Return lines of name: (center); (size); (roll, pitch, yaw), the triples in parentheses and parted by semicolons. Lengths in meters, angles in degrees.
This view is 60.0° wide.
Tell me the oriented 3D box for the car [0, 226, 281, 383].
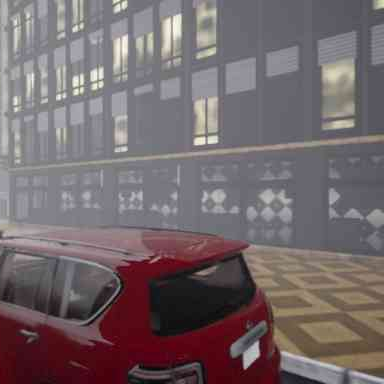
car: (-1.490, 1.348, 3.932); (5.009, 1.841, 2.192); (-1, 0, 36)
